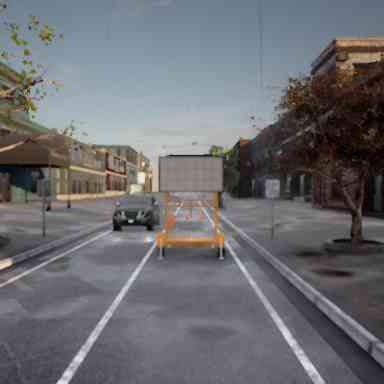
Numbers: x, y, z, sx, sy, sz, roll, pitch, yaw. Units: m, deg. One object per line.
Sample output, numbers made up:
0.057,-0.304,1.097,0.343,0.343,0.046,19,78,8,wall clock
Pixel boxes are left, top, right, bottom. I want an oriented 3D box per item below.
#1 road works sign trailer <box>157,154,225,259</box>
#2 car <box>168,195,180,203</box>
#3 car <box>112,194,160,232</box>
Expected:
-0.034,0.413,12.306,2.380,3.560,2.880,0,0,0,road works sign trailer
-3.227,1.226,60.562,1.994,1.385,4.181,0,1,0,car
-3.155,1.139,19.884,2.150,2.045,5.566,0,0,0,car
